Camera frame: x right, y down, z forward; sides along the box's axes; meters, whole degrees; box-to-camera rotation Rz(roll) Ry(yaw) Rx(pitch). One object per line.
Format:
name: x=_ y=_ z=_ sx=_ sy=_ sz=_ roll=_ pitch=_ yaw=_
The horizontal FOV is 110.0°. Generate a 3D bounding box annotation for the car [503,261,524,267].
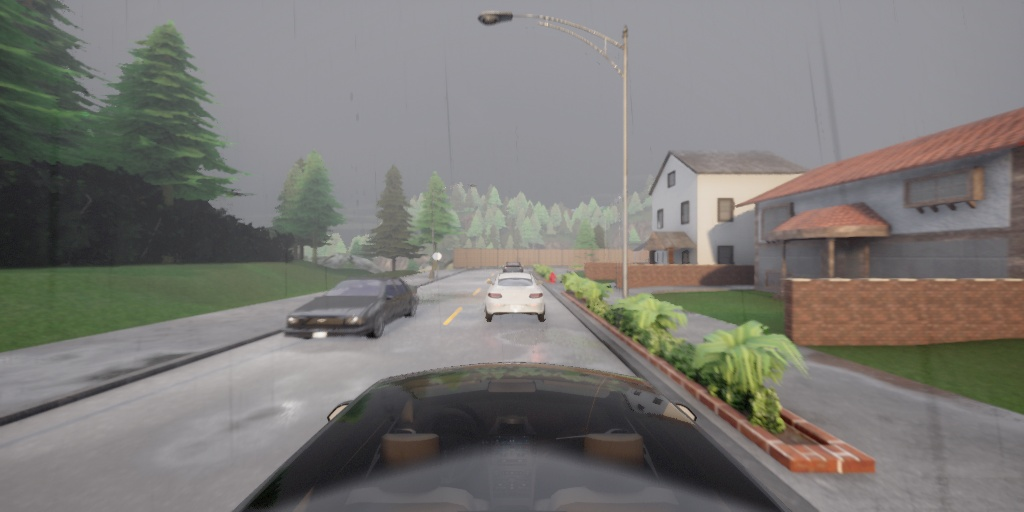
car: x=0.106 y=1.241 z=33.423 sx=2.128 sy=1.511 sz=4.902 roll=0 pitch=0 yaw=0

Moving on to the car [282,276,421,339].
car: x=-4.093 y=1.298 z=10.307 sx=2.033 sy=1.411 sz=5.357 roll=0 pitch=0 yaw=0

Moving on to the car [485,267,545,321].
car: x=0.102 y=1.276 z=12.355 sx=1.812 sy=1.442 sz=4.674 roll=0 pitch=0 yaw=0
